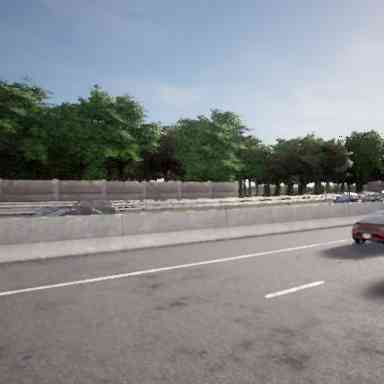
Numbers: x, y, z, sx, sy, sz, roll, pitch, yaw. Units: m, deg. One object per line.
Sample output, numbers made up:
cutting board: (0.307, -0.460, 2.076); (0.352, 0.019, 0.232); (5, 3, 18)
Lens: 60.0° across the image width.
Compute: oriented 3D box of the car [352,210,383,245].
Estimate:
car: (8.572, 1.486, 14.015); (4.674, 1.442, 1.812); (-1, 0, -35)

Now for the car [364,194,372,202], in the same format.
car: (26.083, 0.956, 47.128); (4.892, 1.490, 1.837); (-3, 1, -33)

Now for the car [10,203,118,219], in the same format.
car: (-6.152, 1.506, 16.771); (4.892, 1.490, 1.837); (0, 0, -35)

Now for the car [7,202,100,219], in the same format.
car: (-8.075, 1.547, 19.705); (5.357, 1.411, 2.033); (0, 0, -35)

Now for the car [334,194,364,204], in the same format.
car: (22.357, 1.035, 48.018); (4.674, 1.442, 1.812); (-1, 1, -36)

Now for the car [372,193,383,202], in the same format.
car: (25.466, 1.078, 42.539); (4.181, 1.385, 1.994); (-1, 1, -33)

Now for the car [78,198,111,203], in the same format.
car: (-7.752, 1.347, 24.202); (4.553, 1.767, 2.097); (0, 0, -35)
